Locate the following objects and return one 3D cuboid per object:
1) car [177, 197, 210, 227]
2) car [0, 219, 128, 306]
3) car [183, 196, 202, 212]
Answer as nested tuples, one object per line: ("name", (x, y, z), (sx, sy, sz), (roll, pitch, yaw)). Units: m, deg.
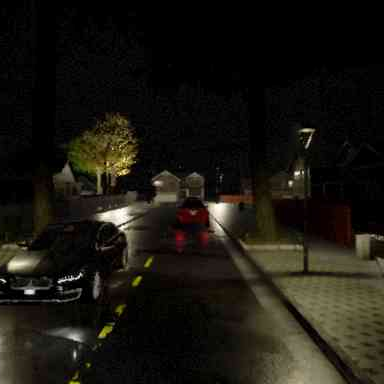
("car", (0.089, 1.344, 22.979), (2.097, 1.767, 4.553), (0, 0, 0))
("car", (-2.854, 1.502, 8.272), (1.837, 1.490, 4.892), (0, 0, 0))
("car", (0.085, 1.331, 39.846), (2.097, 1.767, 4.553), (0, 0, 0))
